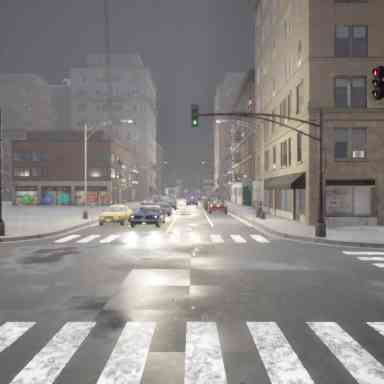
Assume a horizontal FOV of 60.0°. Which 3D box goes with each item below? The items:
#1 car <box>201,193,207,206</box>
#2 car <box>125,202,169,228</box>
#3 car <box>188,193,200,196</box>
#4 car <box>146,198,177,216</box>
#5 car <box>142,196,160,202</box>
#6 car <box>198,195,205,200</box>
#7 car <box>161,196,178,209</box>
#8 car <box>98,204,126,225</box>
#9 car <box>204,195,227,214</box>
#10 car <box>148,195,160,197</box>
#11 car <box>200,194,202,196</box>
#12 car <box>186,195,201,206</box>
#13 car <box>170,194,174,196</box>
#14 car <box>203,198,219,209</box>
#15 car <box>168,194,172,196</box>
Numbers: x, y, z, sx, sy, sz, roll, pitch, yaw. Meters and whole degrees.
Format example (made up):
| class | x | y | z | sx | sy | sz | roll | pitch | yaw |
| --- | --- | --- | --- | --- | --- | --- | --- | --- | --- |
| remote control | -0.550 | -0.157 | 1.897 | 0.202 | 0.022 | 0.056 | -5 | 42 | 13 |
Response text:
| class | x | y | z | sx | sy | sz | roll | pitch | yaw |
| --- | --- | --- | --- | --- | --- | --- | --- | --- | --- |
| car | 2.635 | 1.317 | 40.985 | 2.192 | 1.841 | 5.009 | 0 | 0 | 0 |
| car | -2.883 | 1.601 | 22.520 | 1.895 | 1.301 | 4.718 | 0 | 0 | 1 |
| car | -0.004 | 1.225 | 64.116 | 2.150 | 2.045 | 5.566 | 0 | 0 | 0 |
| car | -2.857 | 1.548 | 32.257 | 2.033 | 1.411 | 5.357 | 0 | 0 | 0 |
| car | -5.390 | 1.553 | 40.984 | 2.008 | 1.369 | 4.403 | 0 | 0 | 0 |
| car | 2.632 | 1.575 | 91.942 | 1.947 | 1.339 | 4.313 | 0 | 0 | 0 |
| car | -2.844 | 1.528 | 42.098 | 1.812 | 1.442 | 4.674 | 0 | 0 | 0 |
| car | -5.389 | 1.526 | 23.829 | 1.752 | 1.417 | 4.829 | 0 | 0 | 0 |
| car | 2.635 | 1.441 | 35.322 | 1.967 | 1.590 | 4.097 | 0 | 0 | 0 |
| car | -5.390 | 1.317 | 46.647 | 2.192 | 1.841 | 5.009 | 0 | 0 | 0 |
| car | 2.633 | 1.555 | 69.294 | 2.008 | 1.369 | 4.403 | 0 | 0 | 0 |
| car | -0.003 | 1.604 | 53.814 | 1.895 | 1.301 | 4.718 | 0 | 0 | 0 |
| car | -5.392 | 1.530 | 69.124 | 1.752 | 1.417 | 4.829 | 0 | 0 | 0 |
| car | 2.635 | 1.568 | 46.647 | 1.947 | 1.339 | 4.313 | 0 | 0 | 0 |
| car | -5.391 | 1.586 | 63.632 | 1.802 | 1.307 | 4.206 | 0 | 0 | 0 |
